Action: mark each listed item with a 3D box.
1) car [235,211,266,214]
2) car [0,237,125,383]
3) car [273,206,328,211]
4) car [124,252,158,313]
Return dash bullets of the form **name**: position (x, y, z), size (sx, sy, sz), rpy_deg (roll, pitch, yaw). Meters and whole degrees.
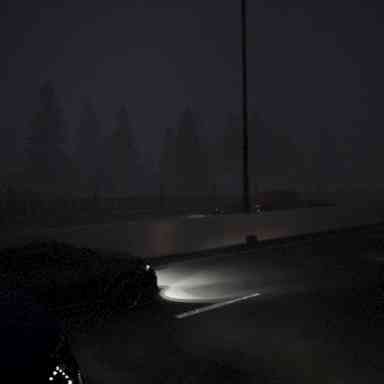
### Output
- **car**: position (6.208, 0.848, 25.594), size (5.566, 2.045, 2.150), rpy_deg (-1, 1, -35)
- **car**: position (-3.330, 1.261, 1.373), size (5.566, 2.045, 2.150), rpy_deg (-2, 1, -35)
- **car**: position (7.934, 1.181, 22.527), size (5.357, 1.411, 2.033), rpy_deg (-1, 1, -35)
- **car**: position (-2.747, 1.542, 6.086), size (4.181, 1.385, 1.994), rpy_deg (-1, 1, -35)
